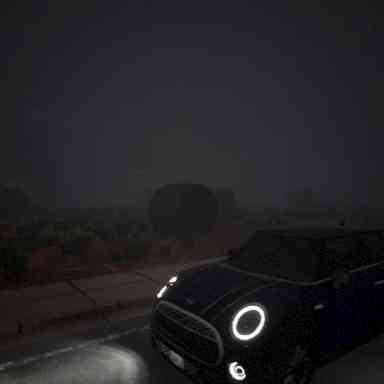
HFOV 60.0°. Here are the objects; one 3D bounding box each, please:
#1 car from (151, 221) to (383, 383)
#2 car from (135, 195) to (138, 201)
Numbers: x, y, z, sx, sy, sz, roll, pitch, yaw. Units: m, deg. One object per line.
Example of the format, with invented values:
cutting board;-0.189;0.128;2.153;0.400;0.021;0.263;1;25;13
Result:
car;1.631;1.345;5.196;4.553;1.767;2.097;0;0;-36
car;-11.210;1.106;73.363;1.905;1.878;3.866;6;3;7
